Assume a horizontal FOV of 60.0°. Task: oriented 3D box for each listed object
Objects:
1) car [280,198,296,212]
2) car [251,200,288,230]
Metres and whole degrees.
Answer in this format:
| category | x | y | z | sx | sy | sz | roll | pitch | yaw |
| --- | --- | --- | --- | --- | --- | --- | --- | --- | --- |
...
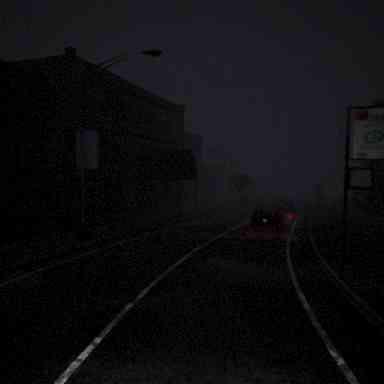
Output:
| category | x | y | z | sx | sy | sz | roll | pitch | yaw |
| --- | --- | --- | --- | --- | --- | --- | --- | --- | --- |
| car | 11.254 | 1.510 | 39.687 | 2.128 | 1.511 | 4.902 | 2 | 1 | 20 |
| car | 5.249 | 1.593 | 22.709 | 1.882 | 1.535 | 5.008 | 2 | 0 | 19 |
